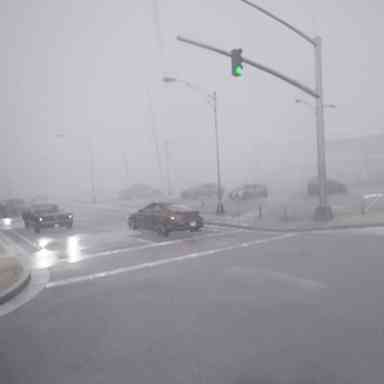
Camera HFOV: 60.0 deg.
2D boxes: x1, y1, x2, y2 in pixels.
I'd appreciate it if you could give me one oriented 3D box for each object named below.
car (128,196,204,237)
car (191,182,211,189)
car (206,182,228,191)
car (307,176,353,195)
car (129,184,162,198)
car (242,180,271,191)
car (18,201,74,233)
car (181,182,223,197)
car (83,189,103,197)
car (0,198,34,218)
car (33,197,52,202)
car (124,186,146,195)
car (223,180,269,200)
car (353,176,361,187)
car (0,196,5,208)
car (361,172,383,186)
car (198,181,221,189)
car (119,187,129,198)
[{"bbox_3d":[-1.310,1.128,15.360,1.812,1.442,4.674,-4,3,-36],"label":"car"},{"bbox_3d":[2.131,-1.566,78.901,4.514,1.523,2.007,-4,3,-36],"label":"car"},{"bbox_3d":[4.684,-1.103,62.293,3.633,1.501,1.845,-4,3,-36],"label":"car"},{"bbox_3d":[13.087,-0.441,32.149,4.514,1.523,2.007,-4,3,-36],"label":"car"},{"bbox_3d":[-6.238,-0.207,46.437,3.866,1.878,1.905,-4,3,-36],"label":"car"},{"bbox_3d":[10.474,-1.119,54.148,4.514,1.523,2.007,-4,3,-36],"label":"car"},{"bbox_3d":[-8.252,1.420,18.882,1.895,1.301,4.718,-4,3,-36],"label":"car"},{"bbox_3d":[1.225,-0.127,36.044,5.027,1.636,2.152,-4,3,-36],"label":"car"},{"bbox_3d":[-18.973,0.099,63.748,3.633,1.501,1.845,-4,3,-36],"label":"car"},{"bbox_3d":[-15.503,1.315,28.988,1.837,1.490,4.892,-4,4,-36],"label":"car"},{"bbox_3d":[-17.250,1.188,37.595,1.895,1.301,4.718,-4,3,-36],"label":"car"},{"bbox_3d":[-11.218,-0.354,65.644,3.806,1.475,1.970,-4,3,-36],"label":"car"},{"bbox_3d":[5.232,-0.066,31.021,3.806,1.475,1.970,-4,3,-36],"label":"car"},{"bbox_3d":[24.016,-1.538,48.580,3.806,1.475,1.970,-4,3,-36],"label":"car"},{"bbox_3d":[-26.171,1.357,44.031,1.837,1.490,4.892,-4,3,-36],"label":"car"},{"bbox_3d":[25.444,-1.782,45.512,3.866,1.878,1.905,-4,3,-36],"label":"car"},{"bbox_3d":[4.001,-1.577,76.383,5.027,1.636,2.152,-4,3,-36],"label":"car"},{"bbox_3d":[-8.265,-0.162,48.559,4.605,1.855,1.932,-4,3,-36],"label":"car"}]
